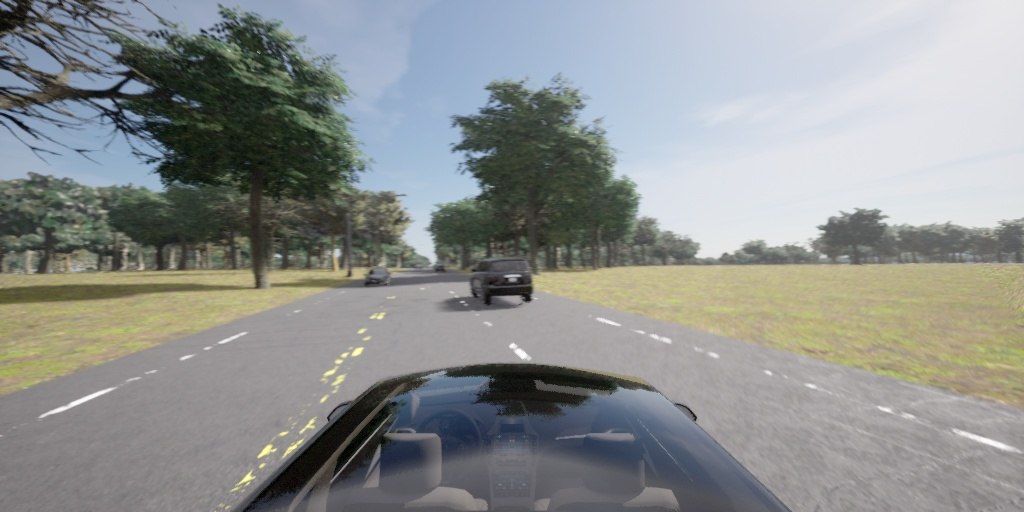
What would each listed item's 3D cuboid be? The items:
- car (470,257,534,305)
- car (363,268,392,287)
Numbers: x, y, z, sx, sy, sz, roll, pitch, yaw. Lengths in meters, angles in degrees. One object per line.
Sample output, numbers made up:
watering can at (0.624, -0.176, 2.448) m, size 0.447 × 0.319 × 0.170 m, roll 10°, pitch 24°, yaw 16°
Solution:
car at (-0.644, 1.115, 17.385) m, size 2.150 × 2.045 × 5.566 m, roll -1°, pitch 0°, yaw -15°
car at (-11.309, 1.783, 30.354) m, size 1.837 × 1.490 × 4.892 m, roll -2°, pitch 0°, yaw -15°
